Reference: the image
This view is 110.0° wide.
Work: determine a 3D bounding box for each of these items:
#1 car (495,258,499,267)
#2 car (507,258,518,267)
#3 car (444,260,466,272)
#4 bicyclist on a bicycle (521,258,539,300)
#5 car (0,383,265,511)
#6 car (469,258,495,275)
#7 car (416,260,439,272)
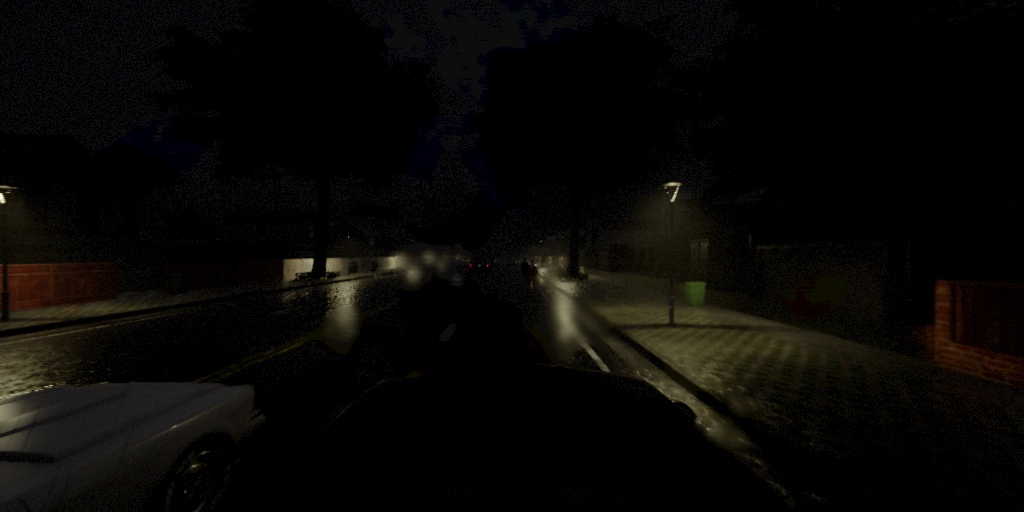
[{"bbox_3d":[-3.135,1.002,56.886,2.128,1.511,4.902,0,0,0],"label":"car"},{"bbox_3d":[0.052,1.046,60.139,2.033,1.411,5.357,0,0,0],"label":"car"},{"bbox_3d":[-6.575,1.123,41.854,2.033,1.411,5.357,0,0,0],"label":"car"},{"bbox_3d":[0.899,1.057,16.291,0.659,1.776,1.843,0,0,0],"label":"bicyclist on a bicycle"},{"bbox_3d":[-3.151,1.354,1.055,1.895,1.301,4.718,0,0,0],"label":"car"},{"bbox_3d":[-3.141,0.949,36.854,2.097,1.767,4.553,0,0,0],"label":"car"},{"bbox_3d":[-9.822,1.138,41.954,1.994,1.385,4.181,0,0,0],"label":"car"}]
